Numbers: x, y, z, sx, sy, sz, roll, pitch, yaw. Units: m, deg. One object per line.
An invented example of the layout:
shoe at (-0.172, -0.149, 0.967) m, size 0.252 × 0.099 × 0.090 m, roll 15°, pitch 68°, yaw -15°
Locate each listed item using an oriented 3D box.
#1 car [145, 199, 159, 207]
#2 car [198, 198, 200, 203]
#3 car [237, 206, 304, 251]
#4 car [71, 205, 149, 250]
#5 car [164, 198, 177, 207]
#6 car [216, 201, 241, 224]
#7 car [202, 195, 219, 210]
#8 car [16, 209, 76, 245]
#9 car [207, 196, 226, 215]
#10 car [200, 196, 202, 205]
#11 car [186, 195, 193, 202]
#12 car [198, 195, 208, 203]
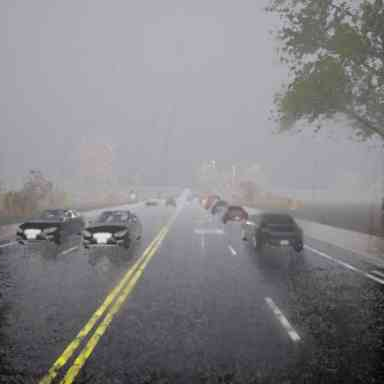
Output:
car at (-6.883, 1.891, 57.539) m, size 1.895 × 1.301 × 4.718 m, roll 0°, pitch 0°, yaw 0°
car at (2.783, 1.843, 69.804) m, size 1.837 × 1.490 × 4.892 m, roll 0°, pitch 0°, yaw -1°
car at (3.325, 1.586, 14.416) m, size 1.837 × 1.490 × 4.892 m, roll 0°, pitch 0°, yaw 0°
car at (-3.376, 1.576, 14.891) m, size 2.128 × 1.511 × 4.902 m, roll 0°, pitch 0°, yaw 0°
car at (-3.631, 1.792, 57.340) m, size 1.837 × 1.490 × 4.892 m, roll 0°, pitch 0°, yaw 0°
car at (3.180, 1.666, 25.779) m, size 1.812 × 1.442 × 4.674 m, roll 0°, pitch 0°, yaw 0°
car at (3.013, 1.467, 47.831) m, size 2.150 × 2.045 × 5.566 m, roll 0°, pitch 0°, yaw -1°
car at (-6.630, 1.583, 16.186) m, size 2.128 × 1.511 × 4.902 m, roll 0°, pitch 0°, yaw 0°
car at (3.109, 1.626, 36.790) m, size 2.033 × 1.649 × 4.856 m, roll 0°, pitch 0°, yaw 0°
car at (2.899, 1.772, 58.804) m, size 1.882 × 1.535 × 5.008 m, roll 0°, pitch 0°, yaw -1°
car at (-0.672, 1.813, 89.791) m, size 1.812 × 1.442 × 4.674 m, roll 0°, pitch 0°, yaw -1°
car at (2.668, 1.733, 80.774) m, size 2.097 × 1.767 × 4.553 m, roll 0°, pitch 0°, yaw -1°
